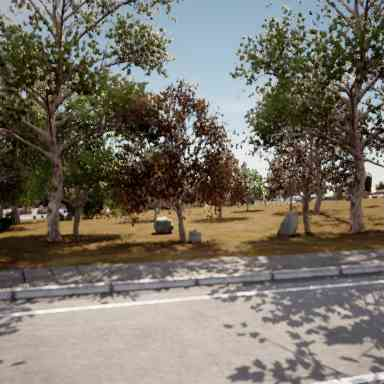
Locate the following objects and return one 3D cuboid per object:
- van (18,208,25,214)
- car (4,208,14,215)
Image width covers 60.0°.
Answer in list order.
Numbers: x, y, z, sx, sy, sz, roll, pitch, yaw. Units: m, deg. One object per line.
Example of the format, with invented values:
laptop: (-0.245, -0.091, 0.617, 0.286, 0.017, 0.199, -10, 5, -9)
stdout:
van: (-44.480, 4.930, 83.284, 1.878, 1.987, 4.442, 1, -3, 0)
car: (-44.506, 4.650, 77.833, 2.435, 2.045, 5.566, 1, -3, 0)
